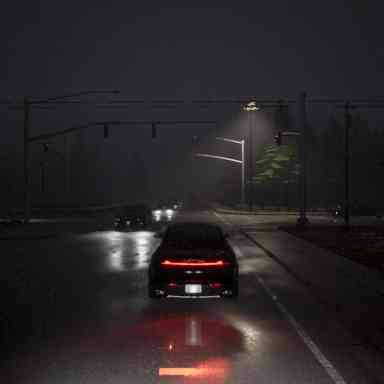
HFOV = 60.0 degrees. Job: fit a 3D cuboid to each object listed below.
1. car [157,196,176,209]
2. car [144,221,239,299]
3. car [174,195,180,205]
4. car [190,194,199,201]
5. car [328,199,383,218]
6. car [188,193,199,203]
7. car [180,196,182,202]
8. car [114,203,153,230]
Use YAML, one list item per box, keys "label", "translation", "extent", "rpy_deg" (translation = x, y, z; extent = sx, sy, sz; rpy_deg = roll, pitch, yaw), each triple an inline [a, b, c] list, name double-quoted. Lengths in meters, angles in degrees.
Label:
- label: "car"
  translation: [-3.592, 1.601, 44.865]
  extent: [1.895, 1.301, 4.718]
  rpy_deg: [0, 0, 0]
- label: "car"
  translation: [0.049, 1.501, 8.461]
  extent: [1.837, 1.490, 4.892]
  rpy_deg: [0, 0, 1]
- label: "car"
  translation: [-3.552, 1.478, 57.299]
  extent: [1.882, 1.535, 5.008]
  rpy_deg: [0, 1, 1]
- label: "car"
  translation: [0.580, 1.355, 80.886]
  extent: [2.097, 1.767, 4.553]
  rpy_deg: [0, 0, 2]
- label: "car"
  translation: [14.590, 1.379, 29.596]
  extent: [4.553, 1.767, 2.097]
  rpy_deg: [0, 0, 1]
- label: "car"
  translation: [0.306, 1.224, 70.494]
  extent: [2.150, 2.045, 5.566]
  rpy_deg: [0, 0, 2]
- label: "car"
  translation: [-3.234, 1.498, 72.547]
  extent: [1.837, 1.490, 4.892]
  rpy_deg: [0, 0, 1]
- label: "car"
  translation: [-3.598, 1.507, 21.145]
  extent: [1.837, 1.490, 4.892]
  rpy_deg: [0, 0, 0]
